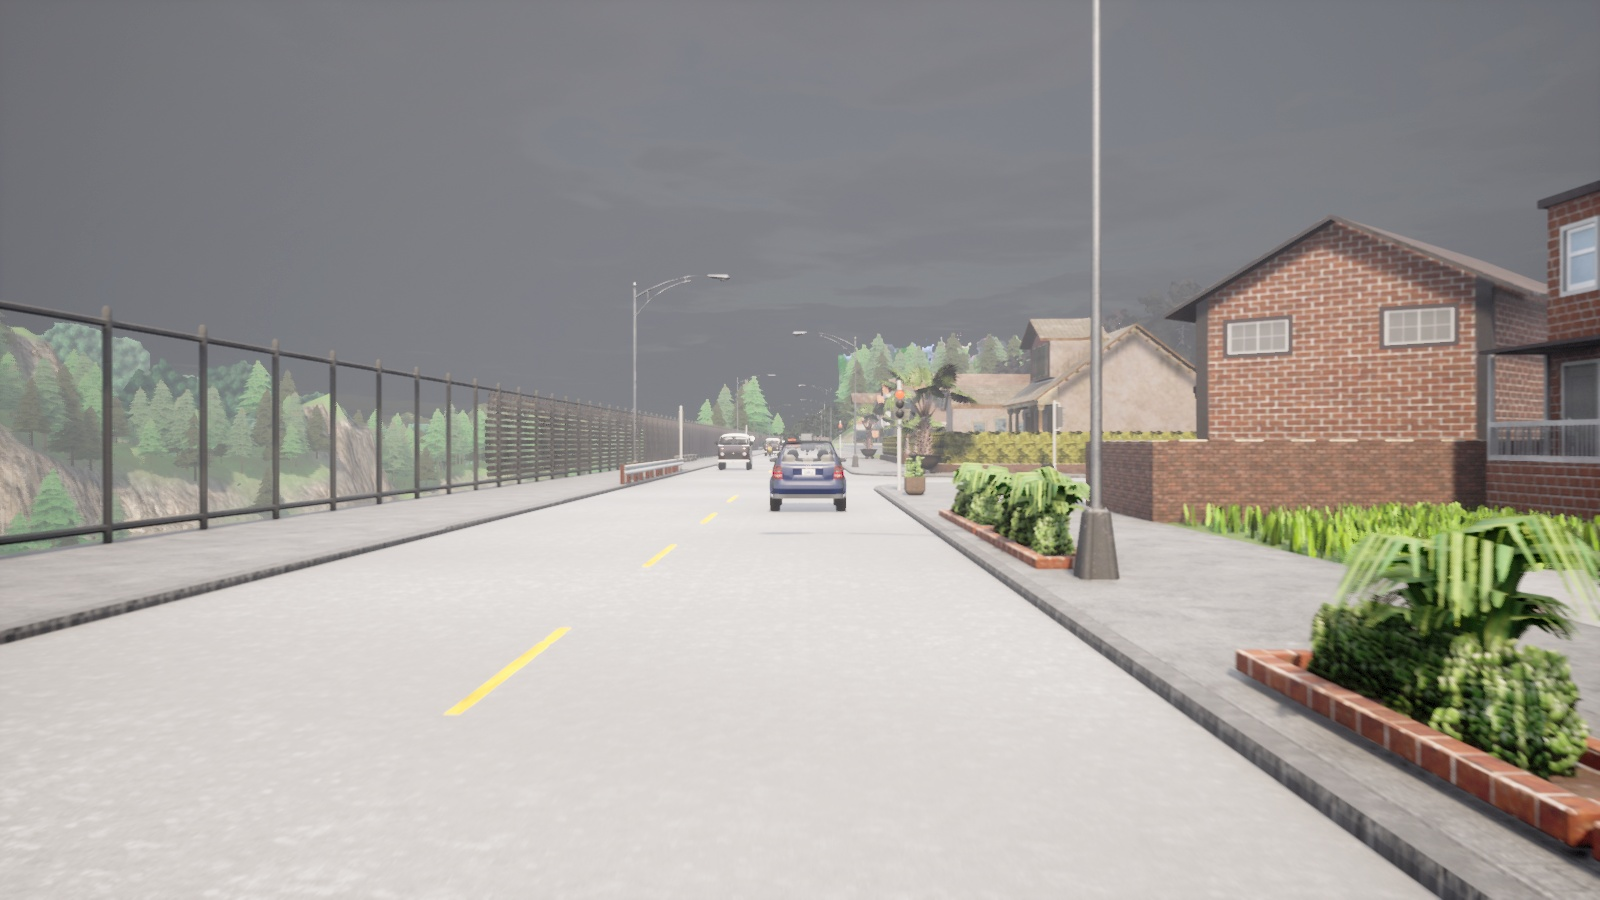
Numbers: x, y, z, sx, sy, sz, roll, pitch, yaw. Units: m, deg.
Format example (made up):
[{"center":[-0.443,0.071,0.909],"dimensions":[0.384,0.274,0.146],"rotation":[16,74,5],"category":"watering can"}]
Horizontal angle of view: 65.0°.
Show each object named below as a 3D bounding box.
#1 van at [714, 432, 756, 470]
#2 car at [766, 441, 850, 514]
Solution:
[{"center":[-3.586,0.078,69.674],"dimensions":[2.069,2.038,4.480],"rotation":[0,0,0],"category":"van"},{"center":[0.178,0.565,28.397],"dimensions":[1.789,1.549,3.705],"rotation":[0,0,0],"category":"car"}]
